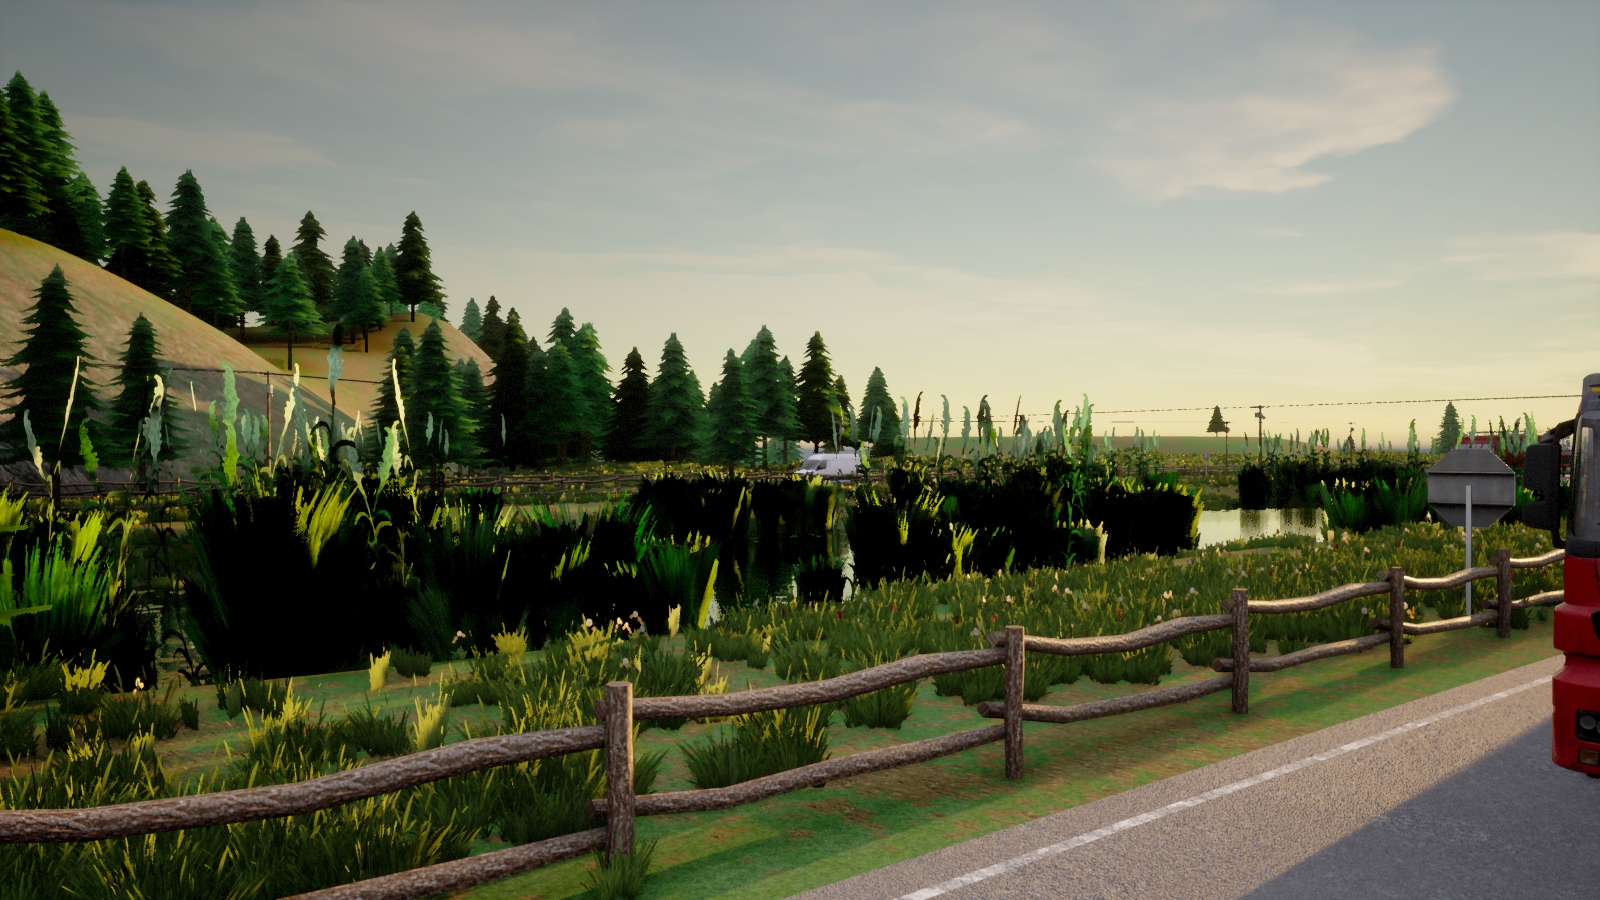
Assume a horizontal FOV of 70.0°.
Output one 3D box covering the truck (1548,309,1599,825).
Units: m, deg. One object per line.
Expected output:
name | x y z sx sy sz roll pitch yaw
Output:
truck | 9.532 0.862 10.955 2.891 3.827 8.468 0 0 41
